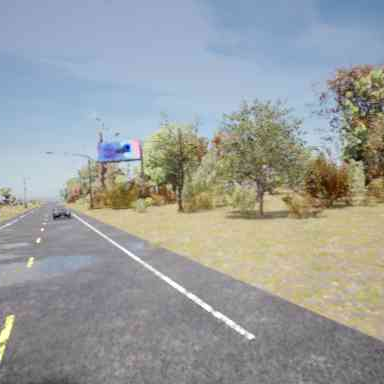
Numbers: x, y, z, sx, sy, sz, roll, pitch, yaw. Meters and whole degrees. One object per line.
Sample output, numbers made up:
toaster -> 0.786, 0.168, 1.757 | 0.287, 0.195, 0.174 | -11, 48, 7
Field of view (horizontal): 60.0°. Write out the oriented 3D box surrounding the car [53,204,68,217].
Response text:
car -> -19.069, 2.634, 48.105 | 1.837, 1.490, 4.892 | -3, 1, -22

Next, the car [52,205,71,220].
car -> -15.388, 2.510, 39.357 | 1.895, 1.301, 4.718 | -3, 0, -22
